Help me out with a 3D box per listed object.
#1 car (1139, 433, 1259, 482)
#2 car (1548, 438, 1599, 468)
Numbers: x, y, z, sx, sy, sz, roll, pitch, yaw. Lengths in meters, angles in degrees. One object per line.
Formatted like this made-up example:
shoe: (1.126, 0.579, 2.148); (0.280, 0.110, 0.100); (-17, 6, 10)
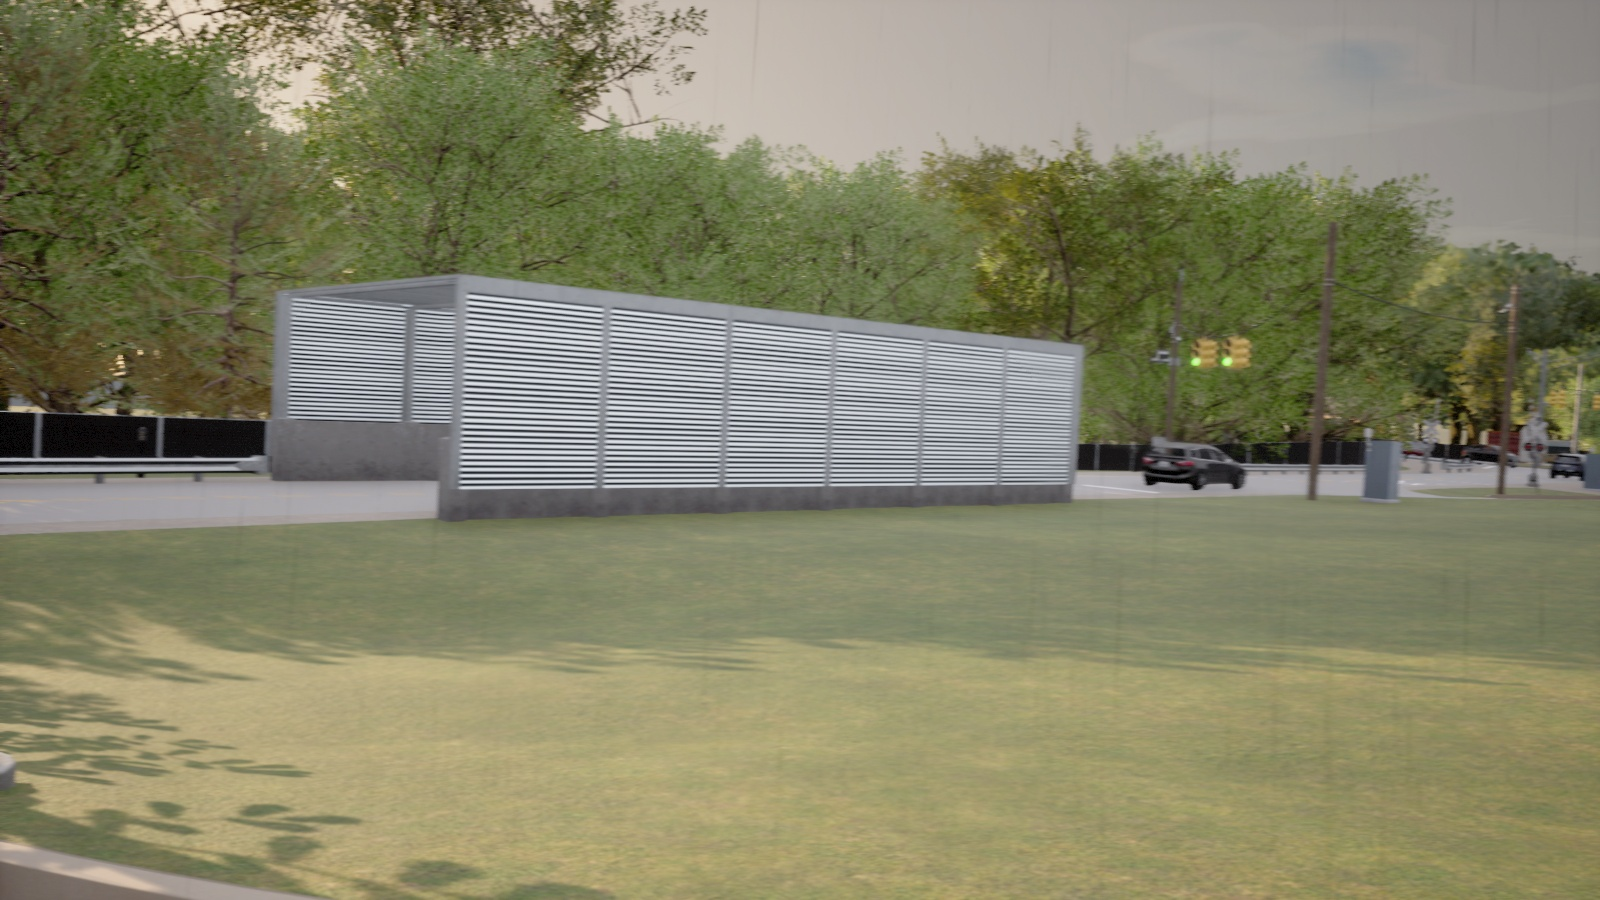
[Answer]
car: (14.954, 0.243, 46.972); (4.611, 1.667, 2.242); (0, 3, -43)
car: (48.039, 0.136, 77.417); (4.856, 1.649, 2.033); (-1, 4, -45)
